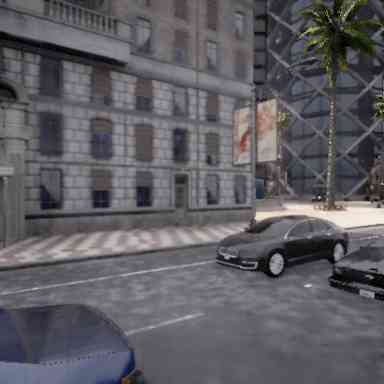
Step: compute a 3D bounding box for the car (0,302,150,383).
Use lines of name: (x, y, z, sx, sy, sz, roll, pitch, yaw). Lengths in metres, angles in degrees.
car: (-2.899, 1.549, 1.918, 5.357, 1.411, 2.033, 0, 0, -35)

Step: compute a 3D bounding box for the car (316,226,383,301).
car: (5.504, 1.545, 7.839, 5.357, 1.411, 2.033, 0, 0, -35)

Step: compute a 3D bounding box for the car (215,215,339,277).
car: (2.930, 1.503, 10.310, 4.892, 1.490, 1.837, 0, 0, -35)
